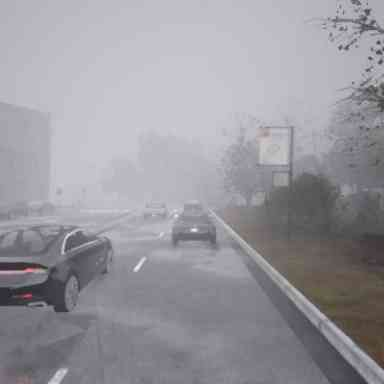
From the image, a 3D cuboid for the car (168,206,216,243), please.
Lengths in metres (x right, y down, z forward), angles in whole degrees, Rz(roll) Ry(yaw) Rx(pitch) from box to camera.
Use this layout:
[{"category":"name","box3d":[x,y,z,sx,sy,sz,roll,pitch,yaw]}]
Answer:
[{"category":"car","box3d":[0.099,1.579,16.080,1.994,1.385,4.181,0,0,0]}]

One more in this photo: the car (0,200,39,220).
[{"category":"car","box3d":[-15.568,1.518,28.511,2.163,1.488,4.792,0,0,0]}]

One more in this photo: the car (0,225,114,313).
[{"category":"car","box3d":[-3.151,1.499,7.626,2.128,1.511,4.902,0,0,0]}]

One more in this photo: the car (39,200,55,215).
[{"category":"car","box3d":[-15.598,1.535,34.007,2.002,1.452,4.674,-2,0,0]}]

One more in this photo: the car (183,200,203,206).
[{"category":"car","box3d":[0.108,1.508,33.529,1.882,1.535,5.008,0,0,0]}]

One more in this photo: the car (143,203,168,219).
[{"category":"car","box3d":[-3.150,1.628,29.674,1.895,1.301,4.718,0,0,0]}]
